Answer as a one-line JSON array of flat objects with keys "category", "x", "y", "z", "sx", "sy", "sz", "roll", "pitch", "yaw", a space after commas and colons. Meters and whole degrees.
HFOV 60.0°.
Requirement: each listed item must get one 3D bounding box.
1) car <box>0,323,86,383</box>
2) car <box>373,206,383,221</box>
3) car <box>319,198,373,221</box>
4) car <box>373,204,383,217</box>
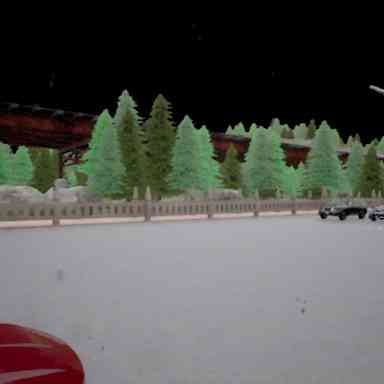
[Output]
[{"category": "car", "x": -3.054, "y": 1.459, "z": 1.570, "sx": 5.008, "sy": 1.535, "sz": 1.882, "roll": 1, "pitch": 0, "yaw": -36}, {"category": "car", "x": 17.834, "y": 1.892, "z": 29.617, "sx": 5.357, "sy": 1.411, "sz": 2.033, "roll": 1, "pitch": 0, "yaw": -35}, {"category": "car", "x": 14.363, "y": 1.547, "z": 31.448, "sx": 5.566, "sy": 2.045, "sz": 2.150, "roll": 1, "pitch": 0, "yaw": -36}, {"category": "car", "x": 22.321, "y": 2.033, "z": 37.099, "sx": 4.718, "sy": 1.301, "sz": 1.895, "roll": 1, "pitch": 0, "yaw": -35}]
